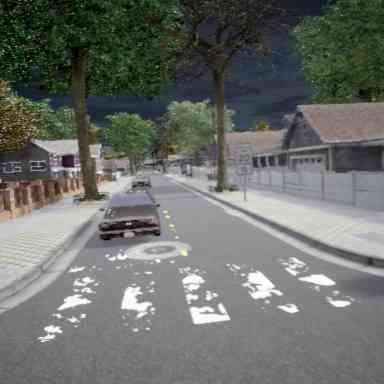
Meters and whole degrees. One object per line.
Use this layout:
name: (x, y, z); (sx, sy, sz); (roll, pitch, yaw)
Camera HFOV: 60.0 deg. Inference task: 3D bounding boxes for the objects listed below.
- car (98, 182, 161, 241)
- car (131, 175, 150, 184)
car: (-2.187, 0.646, 12.131); (2.033, 1.411, 5.357); (-4, 5, -8)
car: (-5.598, -1.144, 36.545); (1.994, 1.385, 4.181); (-4, 5, -8)
